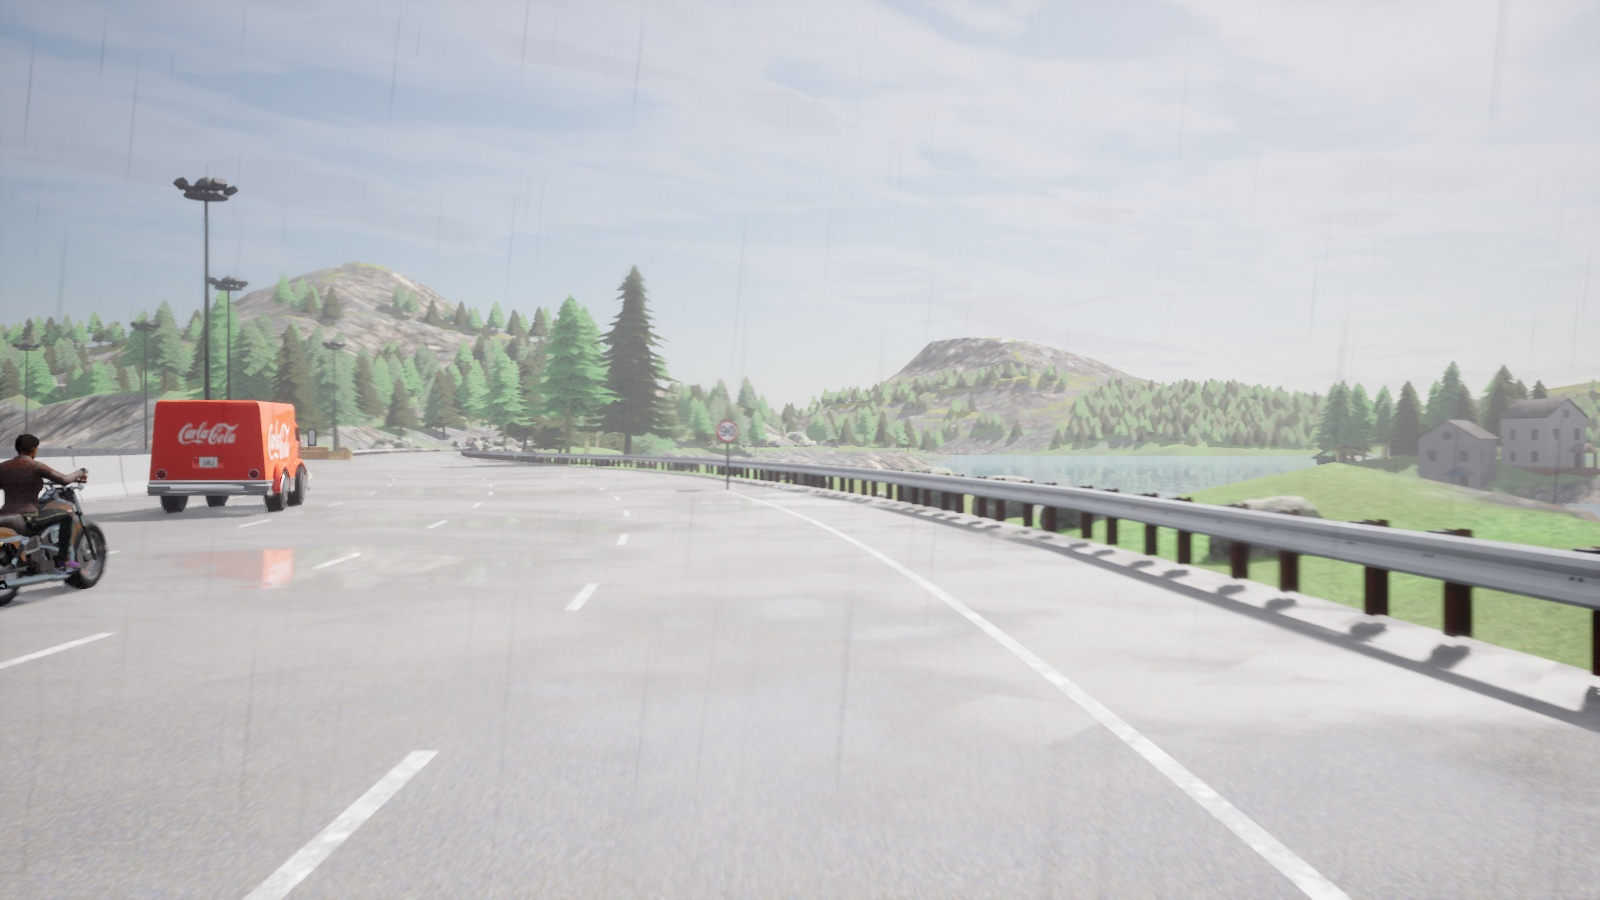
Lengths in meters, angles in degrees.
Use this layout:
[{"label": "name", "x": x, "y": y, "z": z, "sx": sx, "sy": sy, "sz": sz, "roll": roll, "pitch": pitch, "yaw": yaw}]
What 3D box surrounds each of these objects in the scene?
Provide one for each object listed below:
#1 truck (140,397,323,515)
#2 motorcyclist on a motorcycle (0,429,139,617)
[{"label": "truck", "x": -12.909, "y": 0.117, "z": 28.966, "sx": 2.627, "sy": 2.467, "sz": 5.204, "roll": 0, "pitch": 0, "yaw": -10}, {"label": "motorcyclist on a motorcycle", "x": -7.358, "y": 0.639, "z": 12.186, "sx": 0.766, "sy": 1.649, "sz": 2.350, "roll": -1, "pitch": 0, "yaw": -4}]
